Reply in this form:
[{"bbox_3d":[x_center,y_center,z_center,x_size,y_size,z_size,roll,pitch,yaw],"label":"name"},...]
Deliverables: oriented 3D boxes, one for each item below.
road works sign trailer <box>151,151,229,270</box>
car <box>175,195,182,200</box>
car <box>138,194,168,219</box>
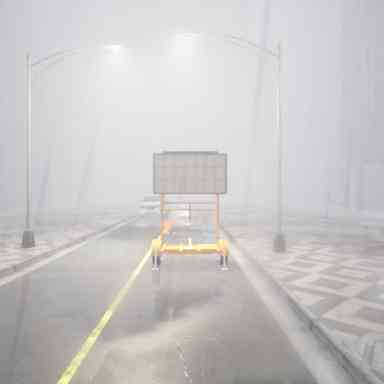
[{"bbox_3d":[-0.064,0.466,10.991,2.380,3.560,2.880,0,0,0],"label":"road works sign trailer"},{"bbox_3d":[-3.537,1.562,90.311,2.033,1.411,5.357,0,0,0],"label":"car"},{"bbox_3d":[-3.271,1.228,29.298,2.150,2.045,5.566,0,0,0],"label":"car"}]
